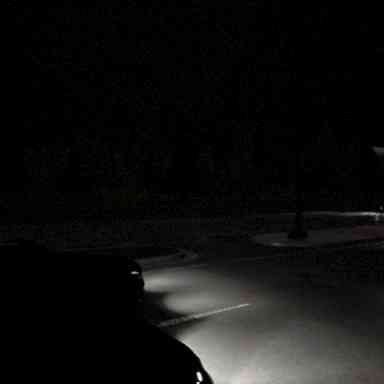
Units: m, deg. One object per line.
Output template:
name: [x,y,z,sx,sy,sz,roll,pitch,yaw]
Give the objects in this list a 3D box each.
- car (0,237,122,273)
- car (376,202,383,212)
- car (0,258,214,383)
car: [-3.100,1.524,5.700,4.674,1.442,1.812,0,0,-34]
car: [23.290,1.558,38.313,4.902,1.511,2.128,0,0,-29]
car: [-1.817,1.562,2.329,4.181,1.385,1.994,0,0,-34]
